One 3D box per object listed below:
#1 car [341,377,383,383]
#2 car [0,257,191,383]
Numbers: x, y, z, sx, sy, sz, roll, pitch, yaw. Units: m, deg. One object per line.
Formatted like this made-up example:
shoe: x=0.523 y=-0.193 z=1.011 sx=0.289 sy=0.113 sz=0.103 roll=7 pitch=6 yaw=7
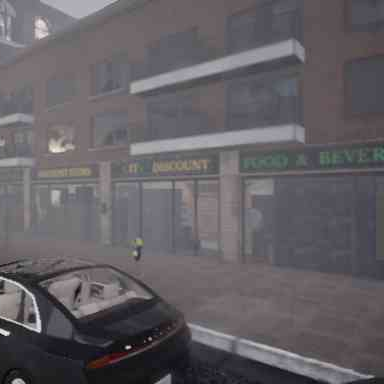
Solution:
car: x=2.538 y=1.551 z=1.066 sx=4.403 sy=1.369 sz=2.008 roll=0 pitch=0 yaw=36
car: x=-2.060 y=1.551 z=4.347 sx=4.403 sy=1.369 sz=2.008 roll=0 pitch=0 yaw=36
